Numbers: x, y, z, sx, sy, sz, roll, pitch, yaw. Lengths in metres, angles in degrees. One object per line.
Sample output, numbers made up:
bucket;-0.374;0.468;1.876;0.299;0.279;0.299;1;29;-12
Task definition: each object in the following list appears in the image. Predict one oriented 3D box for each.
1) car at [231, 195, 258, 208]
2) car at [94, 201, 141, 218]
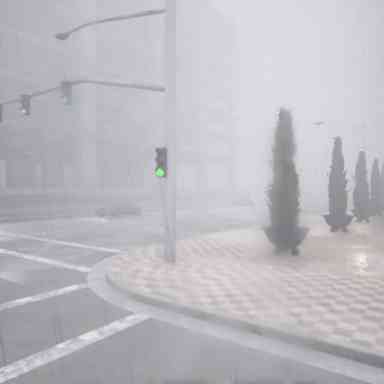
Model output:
car;7.309;1.494;47.856;1.994;1.385;4.181;0;0;36
car;-6.386;1.493;29.000;1.994;1.385;4.181;0;0;36
